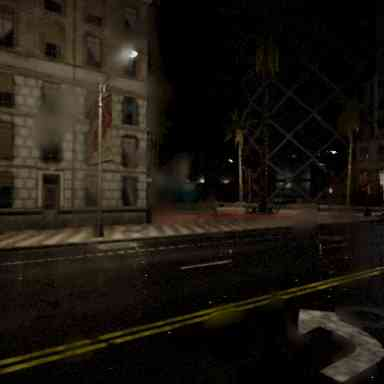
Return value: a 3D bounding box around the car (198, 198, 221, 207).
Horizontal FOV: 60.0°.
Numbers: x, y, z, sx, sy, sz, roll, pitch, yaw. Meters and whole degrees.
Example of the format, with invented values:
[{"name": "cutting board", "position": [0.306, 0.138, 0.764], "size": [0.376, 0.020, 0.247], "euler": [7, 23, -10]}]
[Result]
[{"name": "car", "position": [2.905, 1.872, 60.039], "size": [4.892, 1.490, 1.837], "euler": [2, -1, 2]}]
